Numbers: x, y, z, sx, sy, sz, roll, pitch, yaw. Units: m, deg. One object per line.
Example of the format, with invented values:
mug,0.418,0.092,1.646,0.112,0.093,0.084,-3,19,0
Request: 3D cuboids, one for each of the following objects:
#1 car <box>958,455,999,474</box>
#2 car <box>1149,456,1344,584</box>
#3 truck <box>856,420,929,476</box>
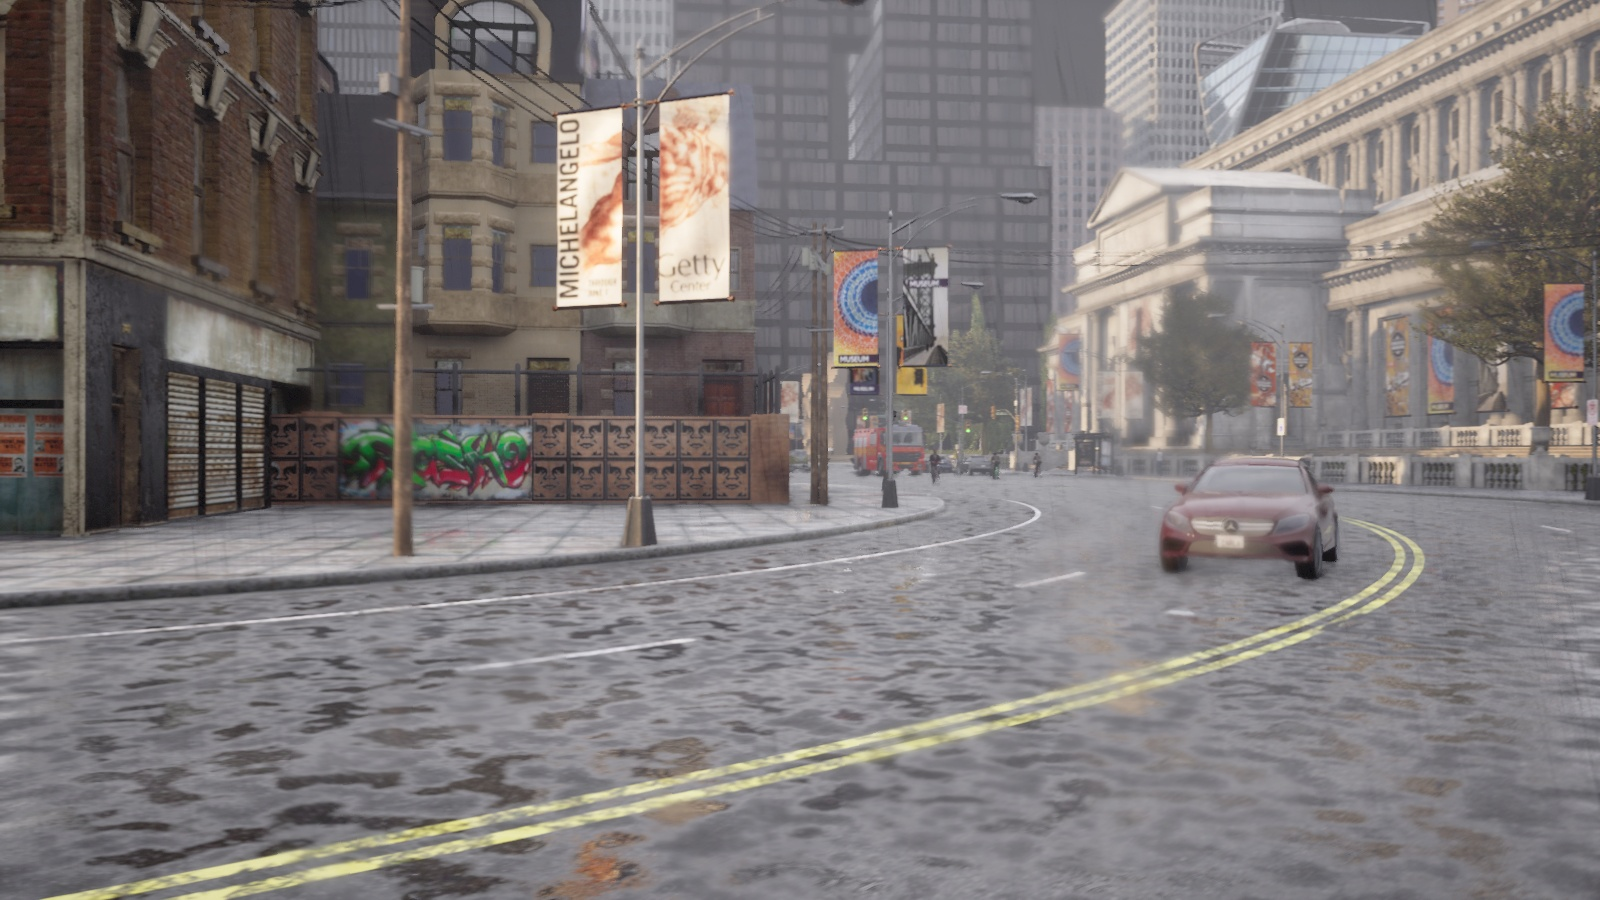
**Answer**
car,13.214,1.085,93.326,1.994,1.385,4.181,0,0,-7
car,6.100,0.811,16.801,1.812,1.442,4.674,0,0,28
truck,6.537,-0.136,90.130,2.891,3.827,8.468,0,0,-13
